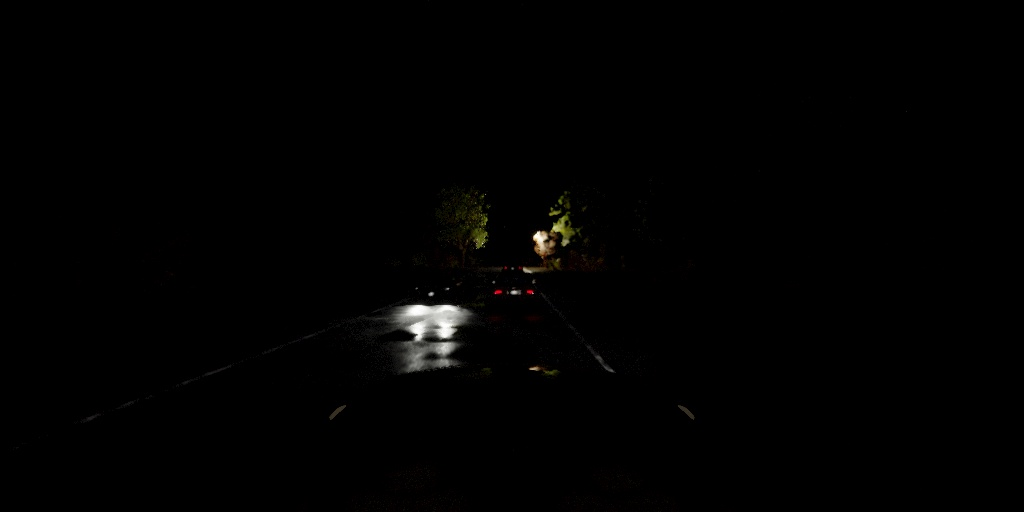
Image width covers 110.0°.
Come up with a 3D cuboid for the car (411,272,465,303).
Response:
[{"bbox_3d":[-3.510,1.485,17.623,1.994,1.385,4.181,0,-1,0],"label":"car"}]

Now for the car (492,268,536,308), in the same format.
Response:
[{"bbox_3d":[0.086,1.452,16.075,2.033,1.411,5.357,0,-1,0],"label":"car"}]

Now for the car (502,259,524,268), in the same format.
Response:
[{"bbox_3d":[0.074,1.369,38.603,2.150,2.045,5.566,0,-1,0],"label":"car"}]
